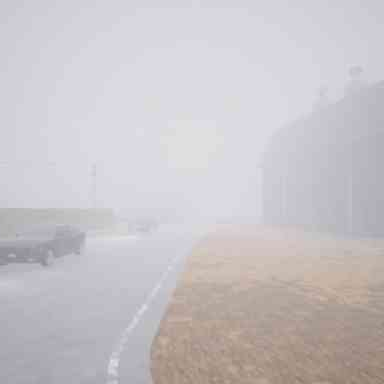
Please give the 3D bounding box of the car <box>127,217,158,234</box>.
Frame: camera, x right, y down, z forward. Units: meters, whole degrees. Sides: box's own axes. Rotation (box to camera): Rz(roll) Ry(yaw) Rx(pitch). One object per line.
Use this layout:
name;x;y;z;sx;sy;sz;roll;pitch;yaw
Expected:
car;-4.538;3.076;31.267;2.128;1.511;4.902;0;-3;9

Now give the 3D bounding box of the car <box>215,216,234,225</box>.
car;5.143;4.402;52.091;1.895;1.301;4.718;0;-3;22

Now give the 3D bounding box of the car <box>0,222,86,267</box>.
car;-6.080;2.072;13.972;1.882;1.535;5.008;1;-3;3
